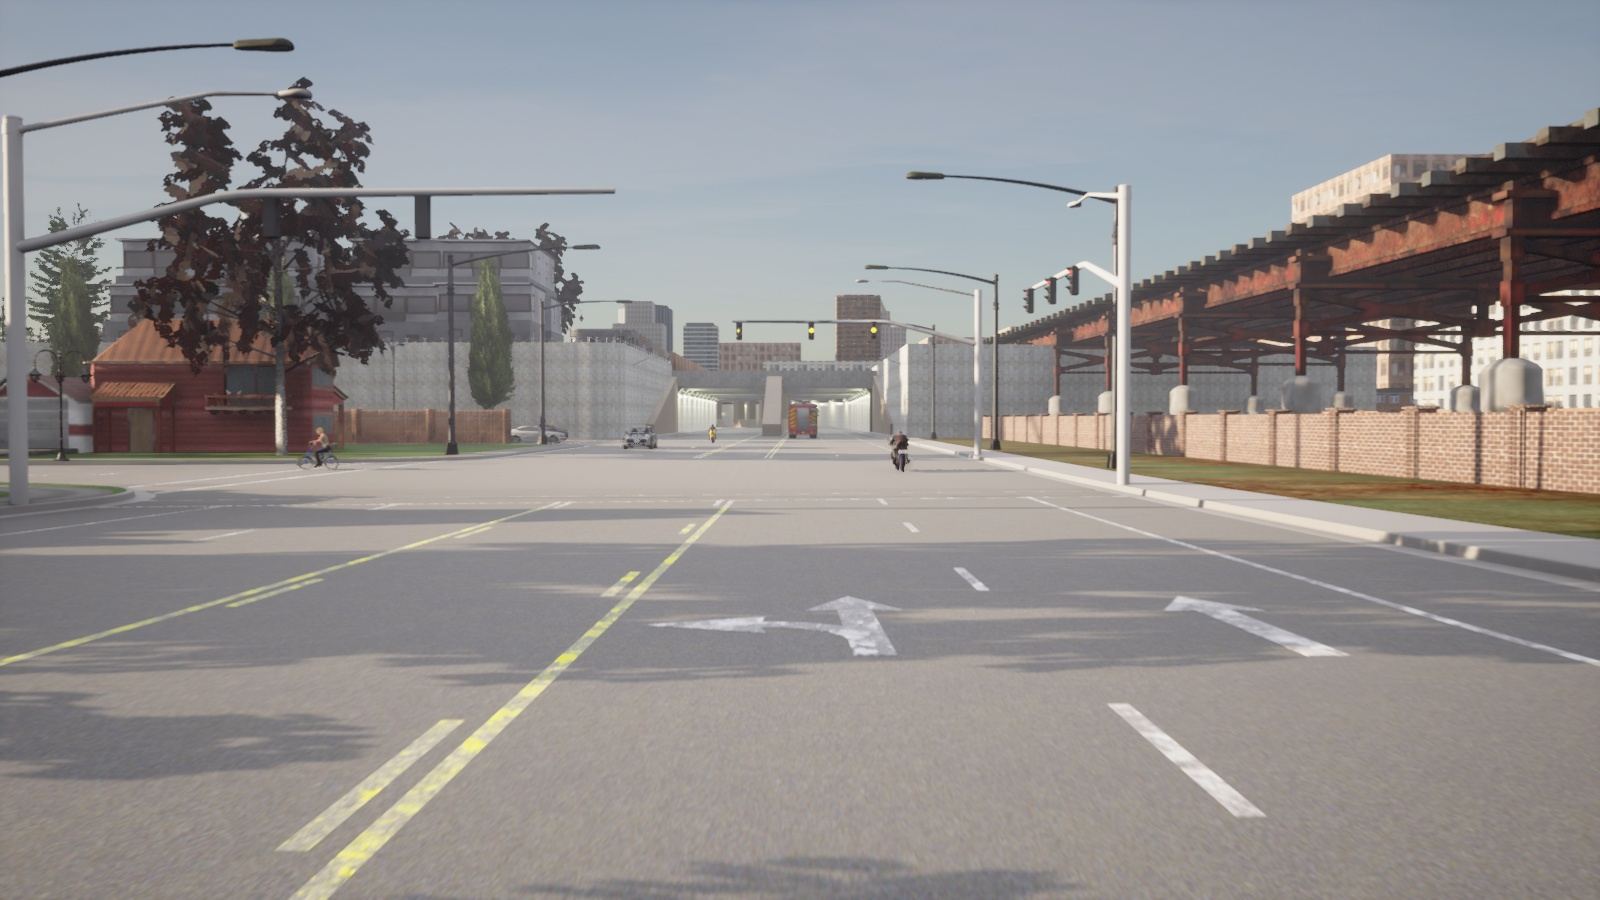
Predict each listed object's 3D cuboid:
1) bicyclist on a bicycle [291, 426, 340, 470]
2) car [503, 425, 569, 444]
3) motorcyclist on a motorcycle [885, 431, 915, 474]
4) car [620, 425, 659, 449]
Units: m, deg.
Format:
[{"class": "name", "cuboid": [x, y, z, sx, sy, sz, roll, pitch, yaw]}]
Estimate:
[{"class": "bicyclist on a bicycle", "cuboid": [-18.117, -0.068, 46.980, 1.509, 1.612, 0.866, -1, 2, -1]}, {"class": "car", "cuboid": [-20.133, -1.189, 95.858, 4.674, 1.442, 1.812, 0, 1, -1]}, {"class": "motorcyclist on a motorcycle", "cuboid": [3.689, 0.062, 46.308, 0.866, 1.530, 2.191, 0, 1, -2]}, {"class": "car", "cuboid": [-10.280, -0.867, 80.690, 1.970, 1.475, 3.806, 0, 1, 0]}]
